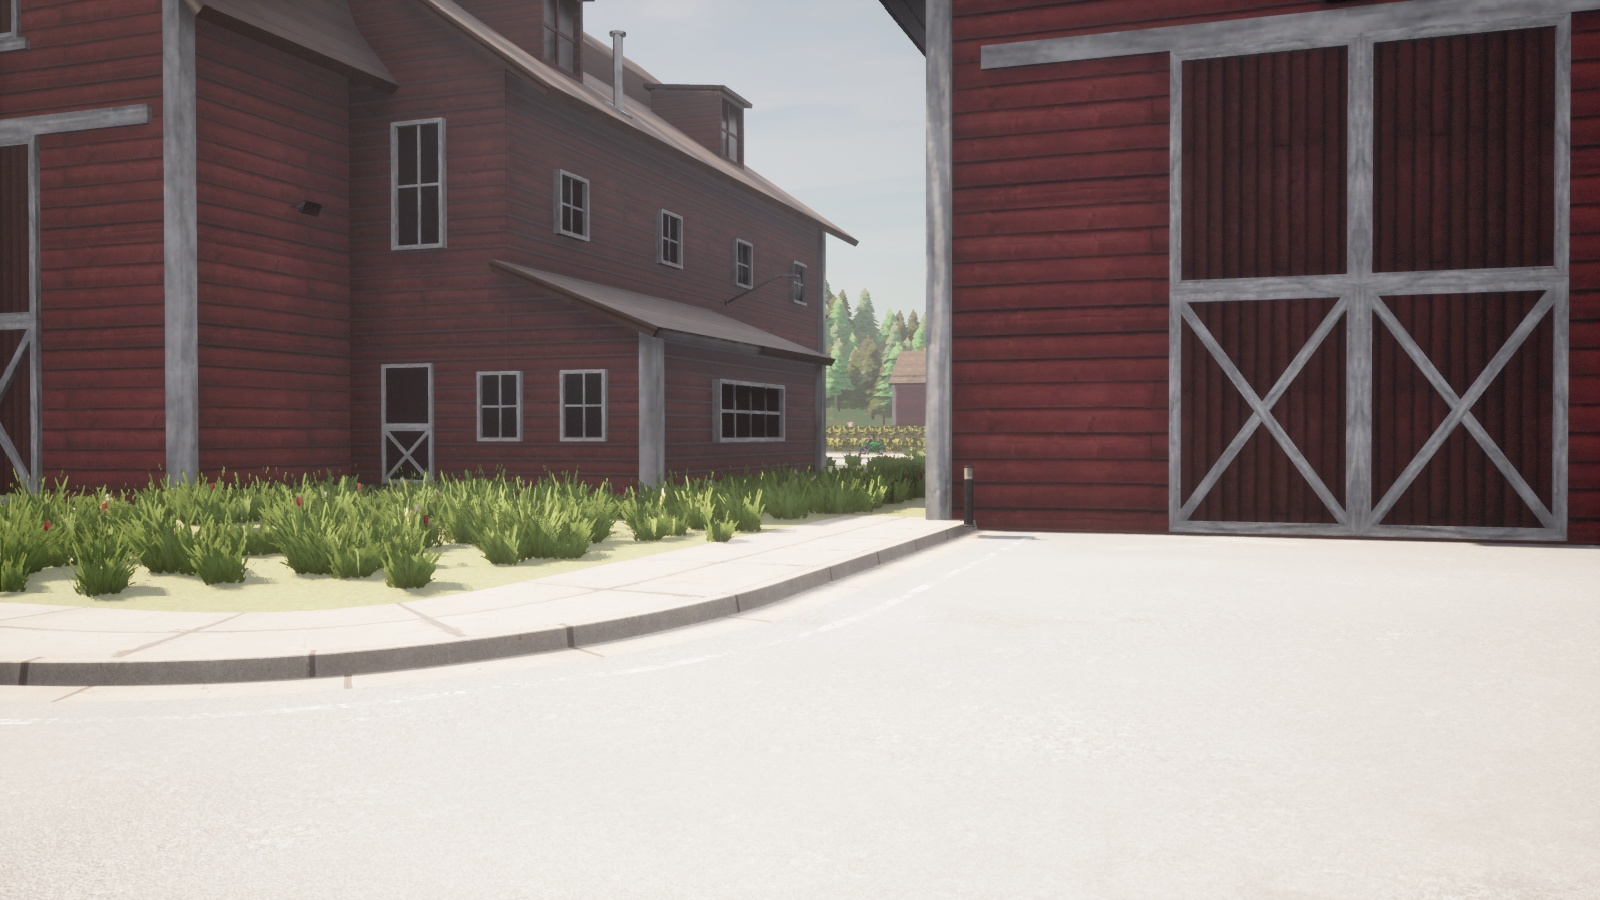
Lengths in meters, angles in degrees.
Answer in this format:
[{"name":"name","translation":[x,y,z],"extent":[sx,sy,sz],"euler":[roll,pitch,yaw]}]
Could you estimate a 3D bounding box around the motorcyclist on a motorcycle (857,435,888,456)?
[{"name":"motorcyclist on a motorcycle","translation":[5.279,-0.348,91.460],"extent":[2.044,1.523,0.797],"euler":[1,1,19]}]
